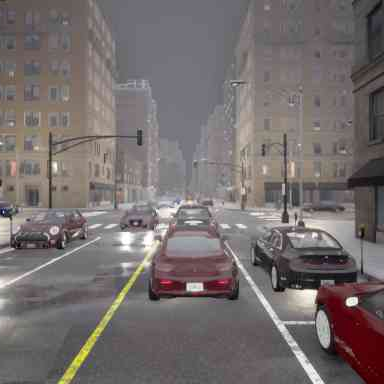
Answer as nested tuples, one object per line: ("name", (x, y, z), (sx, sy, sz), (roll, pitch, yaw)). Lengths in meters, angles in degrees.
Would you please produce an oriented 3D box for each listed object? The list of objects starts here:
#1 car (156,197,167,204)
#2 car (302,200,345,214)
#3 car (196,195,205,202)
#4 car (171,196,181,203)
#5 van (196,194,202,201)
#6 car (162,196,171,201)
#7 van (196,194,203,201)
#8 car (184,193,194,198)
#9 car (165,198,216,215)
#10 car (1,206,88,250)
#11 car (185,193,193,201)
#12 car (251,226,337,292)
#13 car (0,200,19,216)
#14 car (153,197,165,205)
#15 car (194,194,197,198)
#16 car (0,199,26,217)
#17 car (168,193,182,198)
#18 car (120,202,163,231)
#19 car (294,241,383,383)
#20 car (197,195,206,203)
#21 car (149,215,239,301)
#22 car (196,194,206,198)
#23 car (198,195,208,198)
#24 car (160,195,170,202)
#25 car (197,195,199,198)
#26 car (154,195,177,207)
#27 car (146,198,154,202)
("car", (-6.335, 1.666, 69.045), (1.802, 1.307, 4.206), (0, 0, -1))
("car", (14.607, 1.648, 37.120), (4.674, 1.442, 1.812), (0, 0, 1))
("car", (2.056, 1.560, 80.157), (1.967, 1.590, 4.097), (0, 0, -1))
("car", (-3.515, 1.645, 71.942), (1.994, 1.385, 4.181), (0, 0, -1))
("van", (1.921, 1.504, 91.171), (1.690, 1.788, 3.998), (0, 0, -1))
("car", (-6.537, 1.722, 85.568), (1.802, 1.307, 4.206), (0, 0, -1))
("van", (1.989, 1.482, 85.665), (1.690, 1.788, 3.998), (0, 0, -1))
("car", (-0.606, 1.342, 79.348), (2.150, 2.045, 5.566), (0, 0, -1))
("car", (0.055, 1.358, 15.537), (2.097, 1.767, 4.553), (0, 0, 0))
("car", (-5.890, 1.445, 14.161), (1.967, 1.590, 4.097), (0, 0, 0))
("car", (-0.738, 1.384, 90.066), (2.150, 2.045, 5.566), (0, 0, -1))
("car", (2.651, 1.553, 8.697), (2.008, 1.369, 4.403), (0, 0, 0))
("car", (-17.175, 1.123, 26.890), (5.566, 2.045, 2.150), (0, 0, 0))
("car", (-6.267, 1.614, 63.538), (1.887, 1.381, 4.507), (0, 0, -1))
("car", (2.192, 1.399, 69.144), (2.192, 1.841, 5.009), (0, 0, -1))
("car", (-18.053, 1.416, 30.130), (4.902, 1.511, 2.128), (0, 0, -1))
("car", (-3.447, 1.282, 59.869), (2.150, 2.045, 5.566), (0, 0, 0))
("car", (-3.155, 1.560, 20.629), (1.994, 1.385, 4.181), (0, 1, 0))
("car", (2.667, 1.545, 3.206), (1.887, 1.381, 4.507), (0, 0, 0))
("car", (2.123, 1.541, 74.651), (1.967, 1.590, 4.097), (0, 0, -1))
("car", (0.012, 1.528, 8.233), (1.812, 1.442, 4.674), (0, 0, -1))
("car", (2.256, 1.595, 63.807), (1.752, 1.417, 4.829), (0, 0, -1))
("car", (2.393, 1.590, 52.623), (1.887, 1.381, 4.507), (0, 0, -1))
("car", (-6.469, 1.559, 80.061), (1.967, 1.590, 4.097), (0, 0, -1))
("car", (2.326, 1.622, 58.130), (1.947, 1.339, 4.313), (0, 0, -1))
("car", (-3.563, 1.560, 45.622), (1.812, 1.442, 4.674), (0, 0, 4))
("car", (-6.131, 1.596, 52.522), (2.008, 1.369, 4.403), (0, 0, -1))
